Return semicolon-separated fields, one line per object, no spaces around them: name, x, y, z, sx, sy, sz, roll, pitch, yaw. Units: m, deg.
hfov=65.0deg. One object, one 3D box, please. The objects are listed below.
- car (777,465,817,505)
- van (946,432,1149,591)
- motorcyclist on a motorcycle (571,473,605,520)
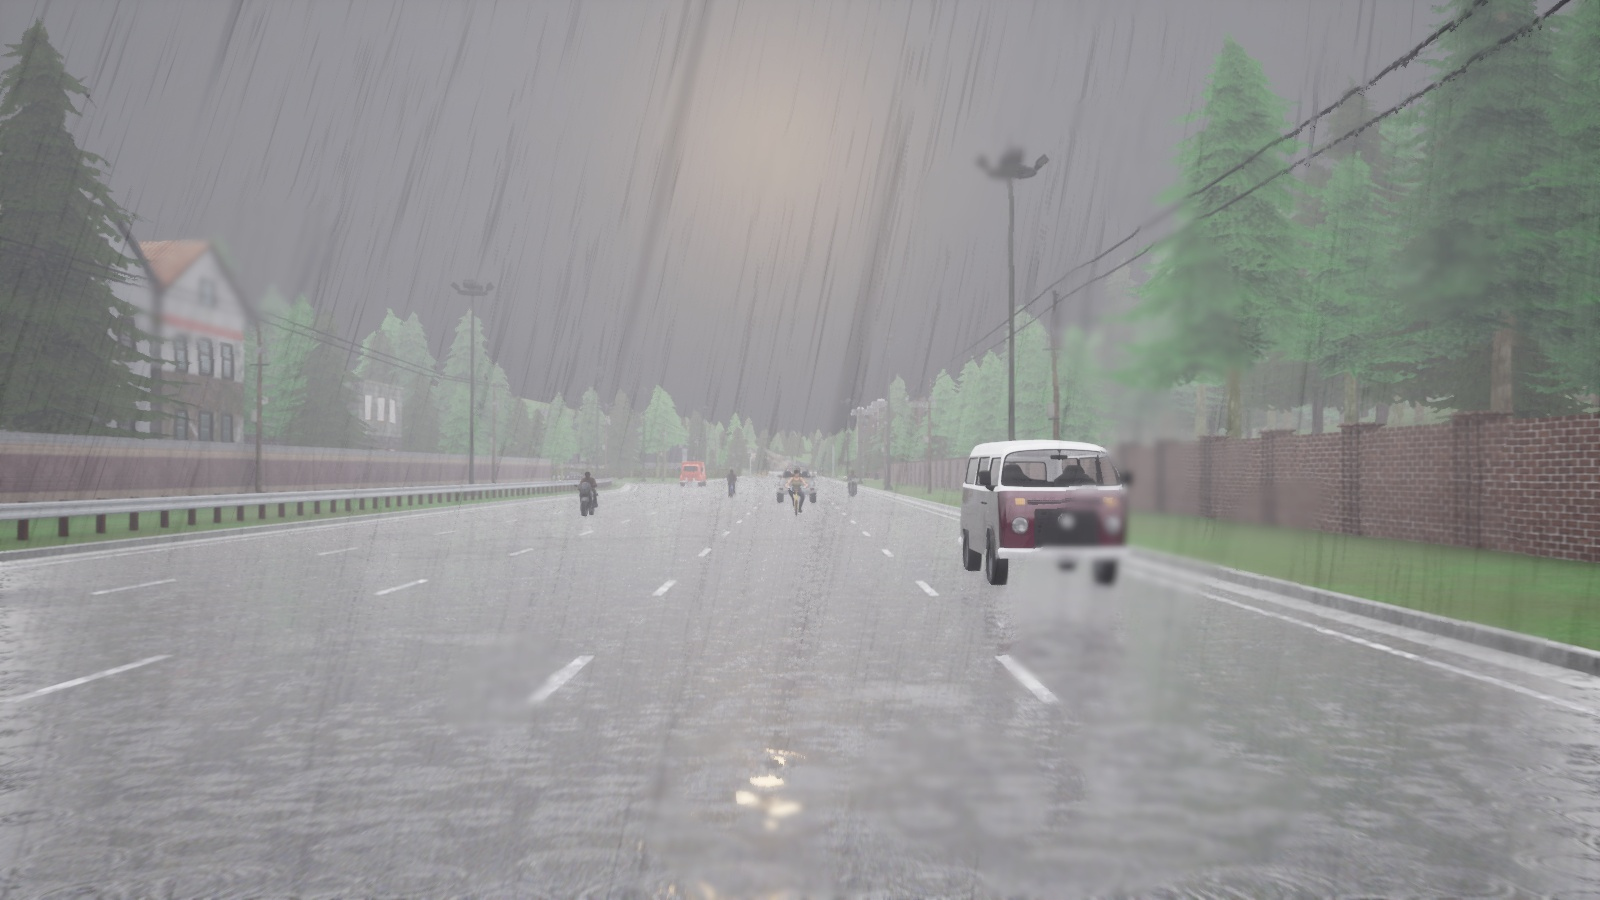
car;-0.150;1.670;62.000;1.932;1.855;4.605;0;0;0
van;3.454;0.834;18.440;2.069;2.038;4.480;0;-1;0
motorcyclist on a motorcycle;-7.102;1.533;42.142;0.797;1.523;2.044;0;-1;0
